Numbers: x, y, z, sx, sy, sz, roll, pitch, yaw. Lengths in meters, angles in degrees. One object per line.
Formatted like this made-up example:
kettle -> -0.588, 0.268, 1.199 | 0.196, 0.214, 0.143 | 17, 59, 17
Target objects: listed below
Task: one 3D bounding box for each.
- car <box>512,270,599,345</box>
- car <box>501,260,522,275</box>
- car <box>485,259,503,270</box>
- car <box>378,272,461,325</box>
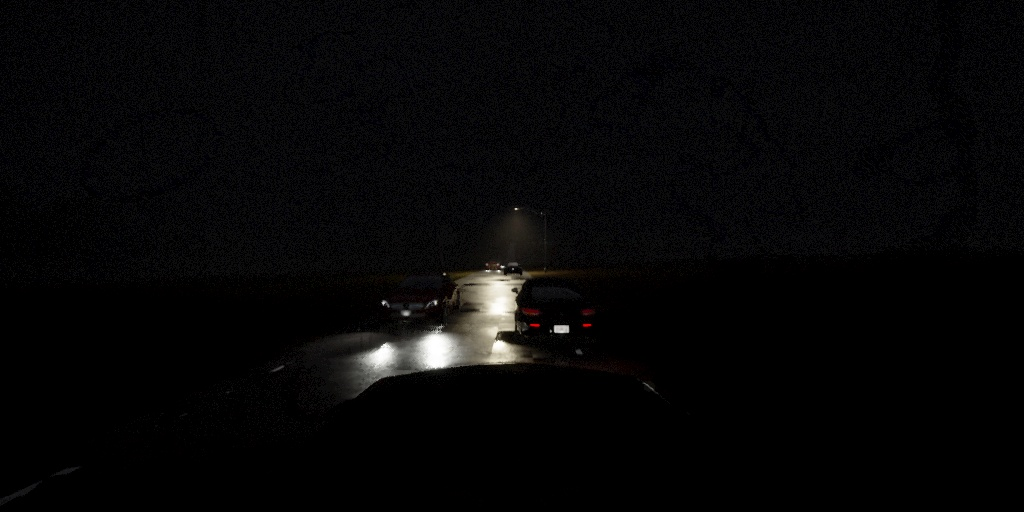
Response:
car -> 0.973, 1.267, 9.327 | 1.812, 1.442, 4.674 | 0, 0, 0
car -> 0.120, 1.353, 38.935 | 1.994, 1.385, 4.181 | 0, 0, 1
car -> -2.776, 1.207, 53.472 | 2.097, 1.767, 4.553 | 0, 0, 0
car -> -2.836, 1.265, 11.920 | 1.812, 1.442, 4.674 | 0, 0, 0
